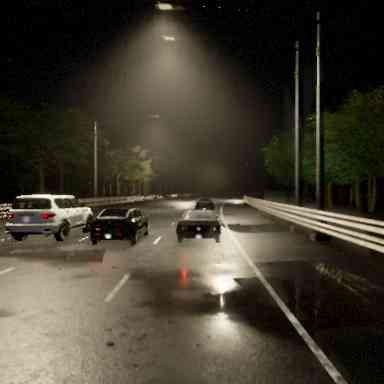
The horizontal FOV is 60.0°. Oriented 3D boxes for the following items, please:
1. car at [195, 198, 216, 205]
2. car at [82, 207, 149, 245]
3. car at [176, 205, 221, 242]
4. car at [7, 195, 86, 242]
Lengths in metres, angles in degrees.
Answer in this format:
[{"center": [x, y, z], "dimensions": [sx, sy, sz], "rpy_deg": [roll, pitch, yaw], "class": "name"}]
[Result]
[{"center": [1.341, 1.364, 33.637], "dimensions": [1.837, 1.490, 4.892], "rpy_deg": [0, 0, 4], "class": "car"}, {"center": [-3.164, 1.442, 15.242], "dimensions": [1.837, 1.490, 4.892], "rpy_deg": [0, 0, 2], "class": "car"}, {"center": [0.348, 1.534, 15.918], "dimensions": [1.895, 1.301, 4.718], "rpy_deg": [0, 0, 2], "class": "car"}, {"center": [-6.645, 1.154, 16.227], "dimensions": [2.150, 2.045, 5.566], "rpy_deg": [0, 0, 2], "class": "car"}]
